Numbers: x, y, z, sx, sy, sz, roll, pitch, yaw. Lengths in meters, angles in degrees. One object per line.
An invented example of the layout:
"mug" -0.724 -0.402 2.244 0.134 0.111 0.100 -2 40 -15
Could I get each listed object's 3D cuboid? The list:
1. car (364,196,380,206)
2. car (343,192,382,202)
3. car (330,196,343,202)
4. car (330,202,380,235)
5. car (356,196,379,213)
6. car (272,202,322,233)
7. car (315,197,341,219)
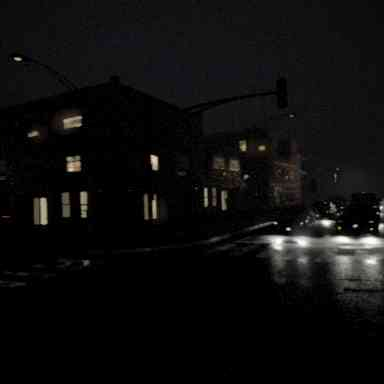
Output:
"car" 26.029 1.316 48.086 1.895 1.301 4.718 -2 -1 29
"car" 13.567 1.066 26.203 2.150 2.045 5.566 -2 -1 29
"car" 16.219 1.215 37.478 2.097 1.767 4.553 -2 -1 30
"car" 8.991 1.466 18.073 1.994 1.385 4.181 -2 -1 30
"car" 18.556 1.259 35.025 1.882 1.535 5.008 -2 0 30
"car" 6.195 1.538 19.784 2.033 1.411 5.357 -2 -1 26
"car" 11.172 1.474 28.547 2.033 1.411 5.357 -2 -1 29
